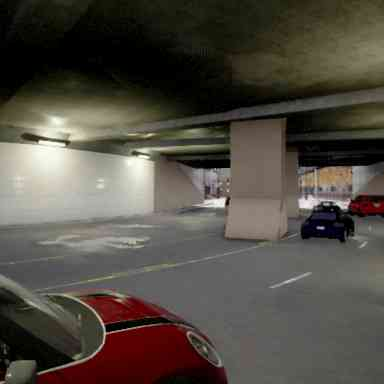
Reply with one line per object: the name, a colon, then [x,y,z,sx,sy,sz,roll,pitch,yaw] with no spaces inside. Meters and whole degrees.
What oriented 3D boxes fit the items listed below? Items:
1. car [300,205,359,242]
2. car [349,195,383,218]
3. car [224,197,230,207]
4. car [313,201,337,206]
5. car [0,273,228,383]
car: [6.835,1.573,16.575,1.994,1.385,4.181,0,0,32]
car: [15.958,1.258,30.330,2.150,2.045,5.566,0,0,12]
car: [6.220,1.560,51.913,1.837,1.490,4.892,0,0,12]
car: [12.528,1.563,31.026,2.033,1.411,5.357,0,0,12]
car: [-1.874,1.351,2.404,4.553,1.767,2.097,0,0,-36]
